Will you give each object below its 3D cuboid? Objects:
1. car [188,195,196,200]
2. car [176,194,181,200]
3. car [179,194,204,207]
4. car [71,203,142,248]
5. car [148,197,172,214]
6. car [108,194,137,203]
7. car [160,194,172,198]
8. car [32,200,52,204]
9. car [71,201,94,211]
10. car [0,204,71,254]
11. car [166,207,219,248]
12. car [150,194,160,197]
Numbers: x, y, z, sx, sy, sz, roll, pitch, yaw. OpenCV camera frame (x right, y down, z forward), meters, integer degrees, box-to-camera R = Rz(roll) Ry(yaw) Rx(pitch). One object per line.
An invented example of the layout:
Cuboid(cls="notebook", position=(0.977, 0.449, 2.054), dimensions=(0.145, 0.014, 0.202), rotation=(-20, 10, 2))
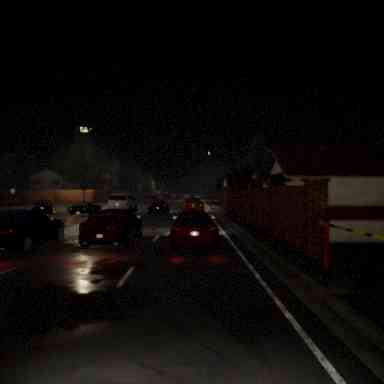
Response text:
Cuboid(cls="car", position=(-0.007, 1.452, 91.267), dimensions=(2.033, 1.411, 5.357), rotation=(0, 0, 0))
Cuboid(cls="car", position=(-3.507, 1.437, 91.267), dimensions=(2.128, 1.511, 4.902), rotation=(0, 0, 0))
Cuboid(cls="car", position=(0.097, 1.323, 33.865), dimensions=(2.097, 1.767, 4.553), rotation=(0, 0, 0))
Cuboid(cls="car", position=(-3.402, 1.465, 14.706), dimensions=(1.882, 1.535, 5.008), rotation=(0, 0, 0))
Cuboid(cls="car", position=(-3.402, 1.534, 34.907), dimensions=(1.994, 1.385, 4.181), rotation=(0, 0, 0))
Cuboid(cls="car", position=(-6.902, 1.193, 33.354), dimensions=(2.150, 2.045, 5.566), rotation=(0, 0, 0))
Cuboid(cls="car", position=(-7.007, 1.411, 91.267), dimensions=(1.837, 1.490, 4.892), rotation=(0, 0, 0))
Cuboid(cls="car", position=(-15.598, 1.534, 34.569), dimensions=(1.994, 1.385, 4.181), rotation=(0, 0, -24))
Cuboid(cls="car", position=(-10.402, 1.573, 32.573), dimensions=(1.895, 1.301, 4.718), rotation=(0, 0, 0))
Cuboid(cls="car", position=(-6.902, 1.466, 13.497), dimensions=(1.882, 1.535, 5.008), rotation=(0, 0, 0))
Cuboid(cls="car", position=(0.097, 1.551, 14.643), dimensions=(1.994, 1.385, 4.181), rotation=(0, 0, 0))
Cuboid(cls="car", position=(-10.507, 1.411, 91.266), dimensions=(1.837, 1.490, 4.892), rotation=(0, 0, 0))
